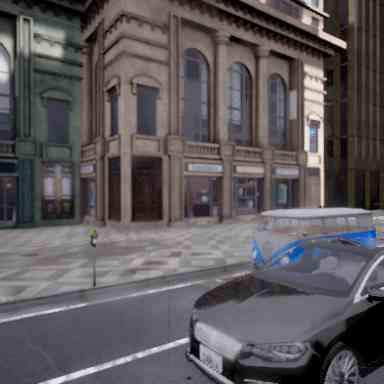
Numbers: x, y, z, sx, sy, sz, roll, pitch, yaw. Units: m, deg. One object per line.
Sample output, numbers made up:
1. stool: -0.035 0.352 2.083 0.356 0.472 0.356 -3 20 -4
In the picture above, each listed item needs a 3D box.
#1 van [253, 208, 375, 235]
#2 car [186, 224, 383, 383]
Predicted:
1. van: 3.395 1.343 9.083 3.998 1.788 1.690 0 0 -35
2. car: 2.194 1.493 4.929 4.902 1.511 2.128 0 0 -35
